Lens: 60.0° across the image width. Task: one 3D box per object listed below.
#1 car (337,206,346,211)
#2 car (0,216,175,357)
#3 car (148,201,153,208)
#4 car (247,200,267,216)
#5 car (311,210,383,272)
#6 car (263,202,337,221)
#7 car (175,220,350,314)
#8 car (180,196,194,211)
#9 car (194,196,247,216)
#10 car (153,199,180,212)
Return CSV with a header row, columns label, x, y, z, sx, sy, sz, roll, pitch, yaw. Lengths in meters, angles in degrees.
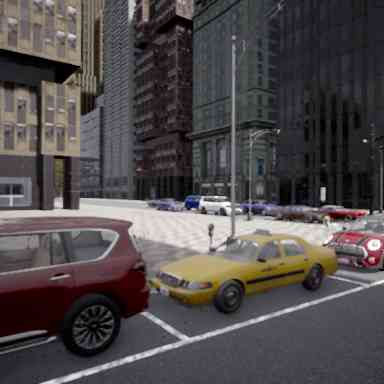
label,x,y,z,sx,sy,sz,roll,pitch,yaw
car,12.490,1.874,28.638,1.895,1.301,4.718,0,0,-36
car,-2.976,1.316,4.529,5.009,1.841,2.192,1,-1,-36
car,-5.234,1.965,53.571,1.895,1.301,4.718,0,0,-35
car,7.373,1.652,35.824,2.097,1.767,4.553,0,0,-36
car,6.141,1.535,11.039,4.097,1.590,1.967,1,-1,-36
car,8.921,1.811,28.046,2.033,1.411,5.357,0,0,-36
car,1.443,1.572,7.684,4.829,1.417,1.752,1,-1,-36
car,1.159,1.553,44.537,2.150,2.045,5.566,0,0,-35
car,3.006,1.516,36.342,2.150,2.045,5.566,0,0,-35
car,-2.894,1.677,44.628,2.097,1.767,4.553,0,0,-35
